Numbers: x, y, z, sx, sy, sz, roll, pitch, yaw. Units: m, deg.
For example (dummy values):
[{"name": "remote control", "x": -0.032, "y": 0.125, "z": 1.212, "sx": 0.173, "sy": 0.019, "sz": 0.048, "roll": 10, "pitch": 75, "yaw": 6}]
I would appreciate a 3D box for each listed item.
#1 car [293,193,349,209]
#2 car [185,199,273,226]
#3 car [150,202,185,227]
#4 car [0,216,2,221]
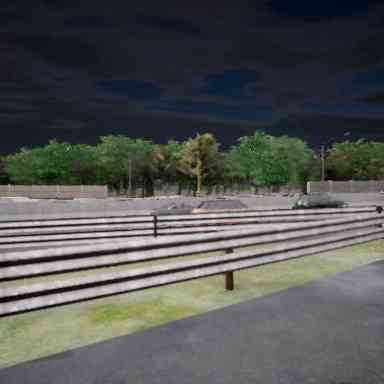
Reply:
[{"name": "car", "x": 11.073, "y": 0.960, "z": 28.503, "sx": 4.553, "sy": 1.767, "sz": 2.097, "roll": -1, "pitch": 0, "yaw": -15}, {"name": "car", "x": 2.248, "y": 1.204, "z": 18.858, "sx": 4.553, "sy": 1.767, "sz": 2.097, "roll": -1, "pitch": 0, "yaw": -15}, {"name": "car", "x": -0.259, "y": 1.385, "z": 21.805, "sx": 4.902, "sy": 1.511, "sz": 2.128, "roll": -1, "pitch": 0, "yaw": -15}, {"name": "car", "x": -15.113, "y": 1.704, "z": 21.408, "sx": 5.008, "sy": 1.535, "sz": 1.882, "roll": -1, "pitch": 0, "yaw": -15}]
